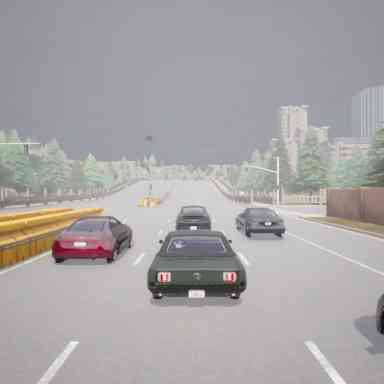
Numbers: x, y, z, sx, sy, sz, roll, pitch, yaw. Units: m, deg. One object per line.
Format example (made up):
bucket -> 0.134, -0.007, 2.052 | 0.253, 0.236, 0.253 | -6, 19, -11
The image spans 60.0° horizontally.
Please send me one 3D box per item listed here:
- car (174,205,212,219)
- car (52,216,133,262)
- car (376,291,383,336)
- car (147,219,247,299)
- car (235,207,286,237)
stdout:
car -> 0.072, 1.505, 18.625 | 1.837, 1.490, 4.892 | 0, 0, 0
car -> -3.414, 1.562, 12.089 | 1.994, 1.385, 4.181 | 0, 0, 0
car -> 3.597, 1.506, 2.884 | 1.837, 1.490, 4.892 | 0, 0, 0
car -> 0.089, 1.601, 8.388 | 1.895, 1.301, 4.718 | 0, 0, 0
car -> 3.567, 1.547, 18.105 | 2.033, 1.411, 5.357 | 0, 0, 0
